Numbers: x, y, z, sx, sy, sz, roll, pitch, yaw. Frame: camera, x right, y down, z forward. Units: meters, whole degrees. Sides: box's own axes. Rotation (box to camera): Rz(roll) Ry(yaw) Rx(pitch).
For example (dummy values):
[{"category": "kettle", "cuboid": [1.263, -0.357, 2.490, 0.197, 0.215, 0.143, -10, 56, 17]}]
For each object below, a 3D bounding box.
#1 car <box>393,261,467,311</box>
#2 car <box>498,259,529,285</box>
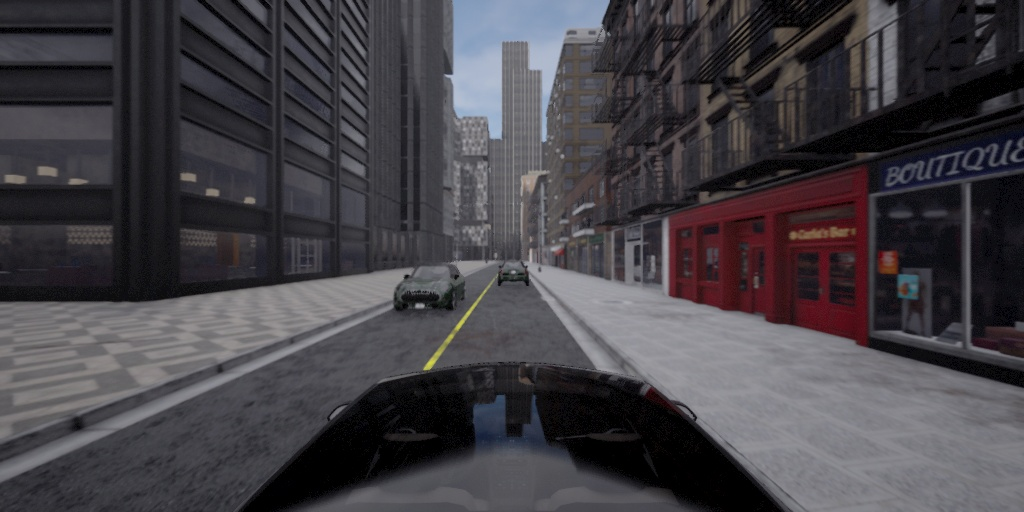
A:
[{"category": "car", "cuboid": [-3.087, 1.083, 14.276, 2.097, 1.767, 4.553, 0, 0, 0]}, {"category": "car", "cuboid": [0.098, 1.071, 25.427, 2.097, 1.767, 4.553, 0, 0, 0]}]
